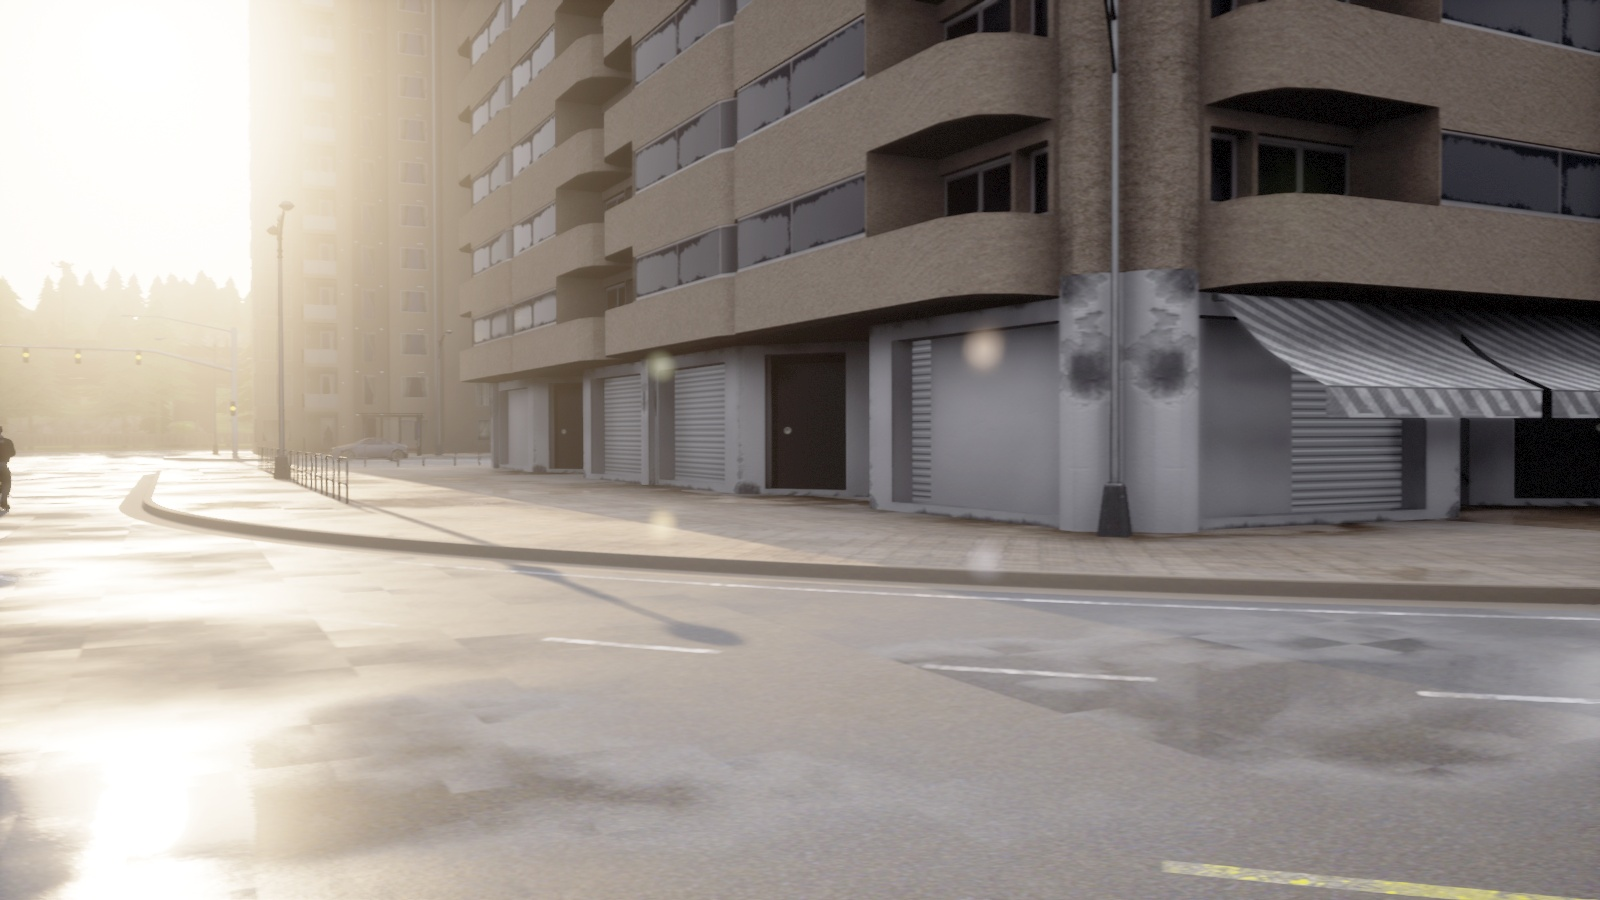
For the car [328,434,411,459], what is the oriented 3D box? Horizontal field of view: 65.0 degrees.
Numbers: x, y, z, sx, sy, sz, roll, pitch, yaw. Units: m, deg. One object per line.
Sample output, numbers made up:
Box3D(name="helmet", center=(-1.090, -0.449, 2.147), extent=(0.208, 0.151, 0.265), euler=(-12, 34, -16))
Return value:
Box3D(name="car", center=(-24.092, -0.205, 70.289), extent=(4.181, 1.385, 1.994), euler=(0, 1, -27))
